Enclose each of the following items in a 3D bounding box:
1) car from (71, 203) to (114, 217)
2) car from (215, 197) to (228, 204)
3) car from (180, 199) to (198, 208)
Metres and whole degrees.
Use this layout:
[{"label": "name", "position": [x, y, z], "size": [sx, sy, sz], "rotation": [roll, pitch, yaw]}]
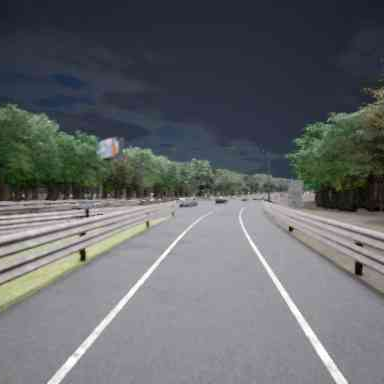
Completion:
[{"label": "car", "position": [-9.312, 1.738, 31.458], "size": [2.128, 1.511, 4.902], "rotation": [0, 0, 20]}, {"label": "car", "position": [6.704, 1.936, 74.672], "size": [1.882, 1.535, 5.008], "rotation": [0, 0, 20]}, {"label": "car", "position": [-0.407, 1.868, 55.520], "size": [1.994, 1.385, 4.181], "rotation": [-1, -1, 20]}]
